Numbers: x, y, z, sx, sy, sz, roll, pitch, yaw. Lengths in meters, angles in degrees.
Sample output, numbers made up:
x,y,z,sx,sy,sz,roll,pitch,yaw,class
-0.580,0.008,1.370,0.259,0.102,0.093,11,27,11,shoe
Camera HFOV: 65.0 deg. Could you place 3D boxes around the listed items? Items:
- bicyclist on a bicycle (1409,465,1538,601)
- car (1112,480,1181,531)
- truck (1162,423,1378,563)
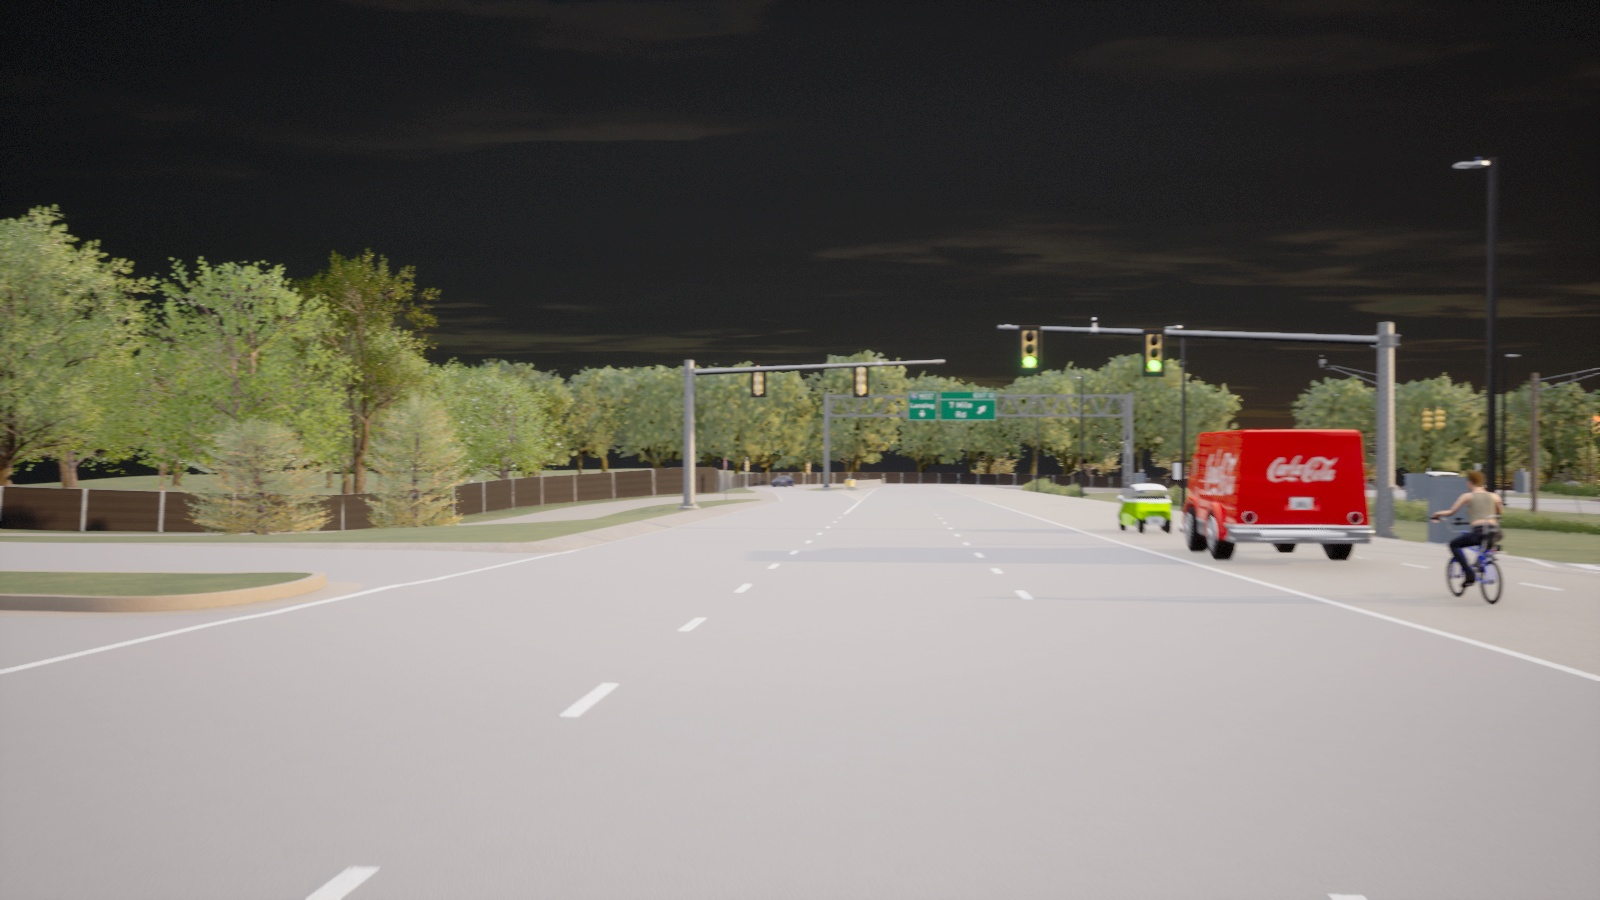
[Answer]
x,y,z,sx,sy,sz,roll,pitch,yaw,class
8.338,1.001,15.625,0.866,1.612,1.509,0,-2,5,bicyclist on a bicycle
9.890,1.565,35.953,1.481,1.376,2.207,0,0,4,car
9.035,0.797,24.764,2.627,2.467,5.204,0,-1,4,truck
